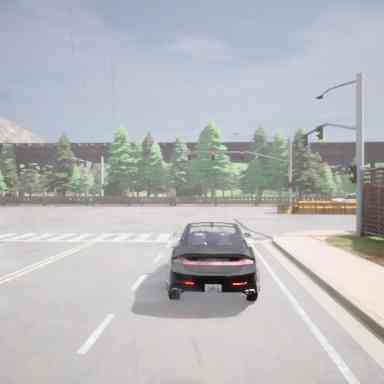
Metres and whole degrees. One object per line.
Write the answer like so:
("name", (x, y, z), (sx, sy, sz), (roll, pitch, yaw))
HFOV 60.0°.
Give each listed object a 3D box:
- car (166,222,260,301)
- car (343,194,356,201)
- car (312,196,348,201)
("car", (0.503, 1.492, 8.331), (2.128, 1.511, 4.902), (0, 0, 3))
("car", (19.800, 1.222, 41.304), (5.566, 2.045, 2.150), (0, 0, 2))
("car", (14.520, 1.491, 37.917), (4.902, 1.511, 2.128), (0, 0, 1))
